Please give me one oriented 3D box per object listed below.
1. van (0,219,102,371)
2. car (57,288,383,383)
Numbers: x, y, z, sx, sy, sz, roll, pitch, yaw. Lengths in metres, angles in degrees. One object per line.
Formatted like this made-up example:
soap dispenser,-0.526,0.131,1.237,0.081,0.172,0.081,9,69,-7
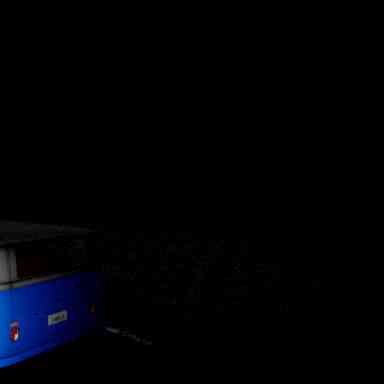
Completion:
van,-3.189,1.341,5.256,3.998,1.788,1.690,0,0,36
car,1.369,1.545,1.987,4.507,1.381,1.887,0,0,36
